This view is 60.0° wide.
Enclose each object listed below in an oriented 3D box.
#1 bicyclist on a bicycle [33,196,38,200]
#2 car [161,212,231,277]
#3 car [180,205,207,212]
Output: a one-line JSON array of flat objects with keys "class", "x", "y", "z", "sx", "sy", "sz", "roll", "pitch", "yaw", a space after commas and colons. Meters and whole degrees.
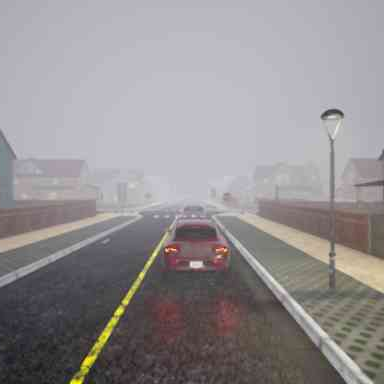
[{"class": "bicyclist on a bicycle", "x": -20.150, "y": 1.380, "z": 42.853, "sx": 0.582, "sy": 1.620, "sz": 1.656, "roll": 0, "pitch": 0, "yaw": 0}, {"class": "car", "x": 0.101, "y": 1.566, "z": 10.213, "sx": 1.812, "sy": 1.442, "sz": 4.674, "roll": 0, "pitch": 0, "yaw": 0}, {"class": "car", "x": 0.103, "y": 1.644, "z": 24.171, "sx": 2.033, "sy": 1.411, "sz": 5.357, "roll": 0, "pitch": 0, "yaw": 0}]
